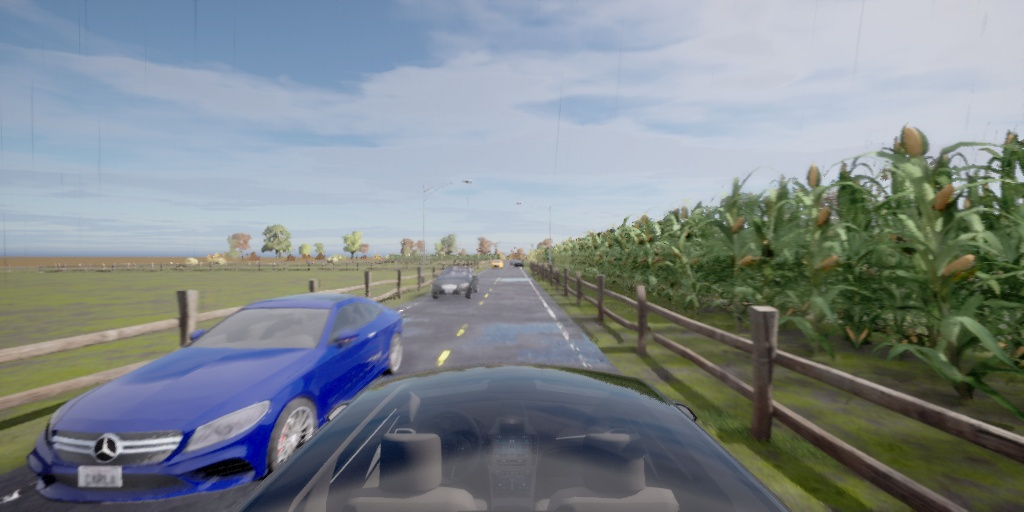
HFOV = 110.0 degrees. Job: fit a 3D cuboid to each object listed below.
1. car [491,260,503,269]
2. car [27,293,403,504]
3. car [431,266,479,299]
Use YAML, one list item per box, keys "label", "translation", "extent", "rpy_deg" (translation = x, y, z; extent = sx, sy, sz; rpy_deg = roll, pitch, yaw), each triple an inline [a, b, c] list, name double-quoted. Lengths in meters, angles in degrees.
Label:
- label: "car"
  translation: [-2.555, 1.458, 62.926]
  extent: [1.882, 1.535, 5.008]
  rpy_deg: [0, 0, 1]
- label: "car"
  translation: [-2.847, 1.279, 4.809]
  extent: [1.812, 1.442, 4.674]
  rpy_deg: [0, 0, 0]
- label: "car"
  translation: [-2.777, 1.293, 18.342]
  extent: [2.128, 1.511, 4.902]
  rpy_deg: [0, 0, 1]
